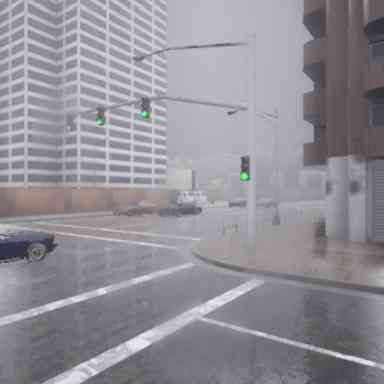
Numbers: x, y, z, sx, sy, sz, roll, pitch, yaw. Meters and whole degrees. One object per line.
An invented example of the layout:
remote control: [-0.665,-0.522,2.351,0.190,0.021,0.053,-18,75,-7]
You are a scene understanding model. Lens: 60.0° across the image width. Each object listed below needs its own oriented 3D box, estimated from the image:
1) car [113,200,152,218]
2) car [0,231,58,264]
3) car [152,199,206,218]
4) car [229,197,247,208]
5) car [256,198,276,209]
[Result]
car: [-5.029,1.509,30.199,1.812,1.442,4.674,0,0,35]
car: [-6.478,1.593,9.719,1.895,1.301,4.718,0,0,35]
car: [-1.048,1.587,29.809,1.895,1.301,4.718,0,0,35]
car: [6.978,1.462,47.181,1.882,1.535,5.008,0,0,35]
car: [10.234,1.520,45.716,1.812,1.442,4.674,0,0,35]
